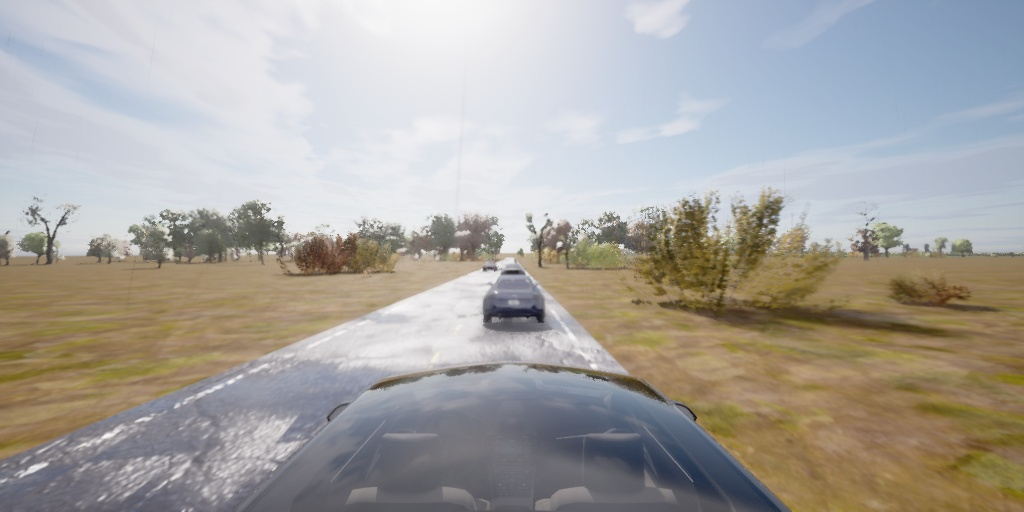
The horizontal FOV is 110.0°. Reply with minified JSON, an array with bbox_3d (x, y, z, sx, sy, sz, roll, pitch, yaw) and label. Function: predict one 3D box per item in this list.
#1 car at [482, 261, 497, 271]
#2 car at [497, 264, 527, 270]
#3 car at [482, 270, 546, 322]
[{"bbox_3d":[-3.075,1.426,50.695,1.994,1.385,4.181,0,0,0],"label":"car"},{"bbox_3d":[0.072,1.323,27.735,1.837,1.490,4.892,0,0,0],"label":"car"},{"bbox_3d":[0.071,1.343,12.491,1.994,1.385,4.181,0,0,0],"label":"car"}]
